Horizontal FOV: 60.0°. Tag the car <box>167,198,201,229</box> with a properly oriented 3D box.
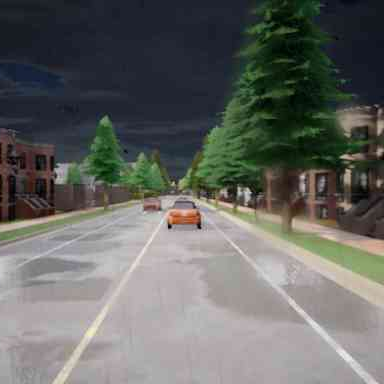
[{"bbox_3d":[-0.522,1.365,22.118,2.097,1.767,4.553,0,0,-2],"label":"car"}]

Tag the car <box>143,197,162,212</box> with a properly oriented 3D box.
[{"bbox_3d":[-4.748,1.401,40.391,2.097,1.767,4.553,0,0,-2],"label":"car"}]

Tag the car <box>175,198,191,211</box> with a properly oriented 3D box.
[{"bbox_3d":[-1.096,1.530,41.615,1.837,1.490,4.892,0,0,-2],"label":"car"}]
